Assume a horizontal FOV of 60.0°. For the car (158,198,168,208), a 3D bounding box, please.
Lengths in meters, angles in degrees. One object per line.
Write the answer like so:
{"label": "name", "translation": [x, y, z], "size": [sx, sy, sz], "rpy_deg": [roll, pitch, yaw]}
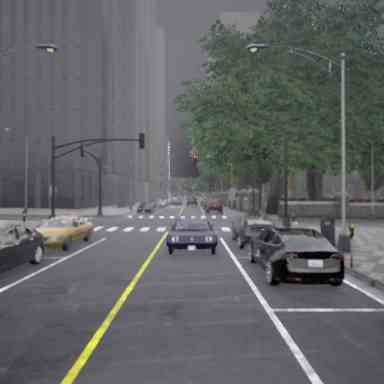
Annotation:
{"label": "car", "translation": [-5.760, 2.125, 58.053], "size": [2.008, 1.369, 4.403], "rpy_deg": [0, -1, 0]}

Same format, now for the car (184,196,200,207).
{"label": "car", "translation": [0.004, 1.880, 66.554], "size": [2.150, 2.045, 5.566], "rpy_deg": [0, 0, 0]}

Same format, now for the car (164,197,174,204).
{"label": "car", "translation": [-5.759, 2.176, 85.339], "size": [2.192, 1.841, 5.009], "rpy_deg": [0, -1, 0]}

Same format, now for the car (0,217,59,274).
{"label": "car", "translation": [-5.761, 1.641, 9.507], "size": [2.008, 1.369, 4.403], "rpy_deg": [0, -1, 0]}

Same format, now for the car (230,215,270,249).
{"label": "car", "translation": [2.764, 1.692, 15.028], "size": [2.008, 1.369, 4.403], "rpy_deg": [0, -1, 0]}

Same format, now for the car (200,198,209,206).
{"label": "car", "translation": [2.766, 2.186, 74.430], "size": [1.967, 1.590, 4.097], "rpy_deg": [0, -1, 0]}

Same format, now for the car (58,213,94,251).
{"label": "car", "translation": [-5.761, 1.666, 14.850], "size": [1.752, 1.417, 4.829], "rpy_deg": [0, -1, 0]}

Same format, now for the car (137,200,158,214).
{"label": "car", "translation": [-5.761, 1.969, 41.683], "size": [1.947, 1.339, 4.313], "rpy_deg": [0, -1, 0]}

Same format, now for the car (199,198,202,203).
{"label": "car", "translation": [2.765, 2.125, 58.060], "size": [2.008, 1.369, 4.403], "rpy_deg": [0, -1, 0]}

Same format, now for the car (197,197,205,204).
{"label": "car", "translation": [2.391, 2.291, 92.317], "size": [2.097, 1.767, 4.553], "rpy_deg": [0, -1, 0]}

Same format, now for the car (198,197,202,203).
{"label": "car", "translation": [2.765, 2.182, 63.517], "size": [2.008, 1.369, 4.403], "rpy_deg": [0, -1, 0]}

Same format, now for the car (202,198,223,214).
{"label": "car", "translation": [2.765, 1.718, 41.695], "size": [2.192, 1.841, 5.009], "rpy_deg": [0, -1, 0]}

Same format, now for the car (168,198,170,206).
{"label": "car", "translation": [-5.760, 2.213, 63.510], "size": [1.802, 1.307, 4.206], "rpy_deg": [0, -1, 0]}

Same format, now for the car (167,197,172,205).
{"label": "car", "translation": [-5.760, 2.271, 68.966], "size": [1.802, 1.307, 4.206], "rpy_deg": [0, -1, 0]}

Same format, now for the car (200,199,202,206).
{"label": "car", "translation": [2.765, 2.082, 52.604], "size": [1.947, 1.339, 4.313], "rpy_deg": [0, -1, 0]}

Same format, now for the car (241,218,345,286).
{"label": "car", "translation": [2.764, 1.656, 9.515], "size": [1.947, 1.339, 4.313], "rpy_deg": [0, -1, 0]}

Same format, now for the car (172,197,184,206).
{"label": "car", "translation": [-2.997, 2.282, 69.283], "size": [1.895, 1.301, 4.718], "rpy_deg": [0, -1, 0]}

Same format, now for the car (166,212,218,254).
{"label": "car", "translation": [0.003, 1.734, 14.111], "size": [1.895, 1.301, 4.718], "rpy_deg": [0, 0, 0]}

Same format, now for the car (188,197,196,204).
{"label": "car", "translation": [0.004, 2.105, 82.198], "size": [2.097, 1.767, 4.553], "rpy_deg": [0, -1, 0]}
